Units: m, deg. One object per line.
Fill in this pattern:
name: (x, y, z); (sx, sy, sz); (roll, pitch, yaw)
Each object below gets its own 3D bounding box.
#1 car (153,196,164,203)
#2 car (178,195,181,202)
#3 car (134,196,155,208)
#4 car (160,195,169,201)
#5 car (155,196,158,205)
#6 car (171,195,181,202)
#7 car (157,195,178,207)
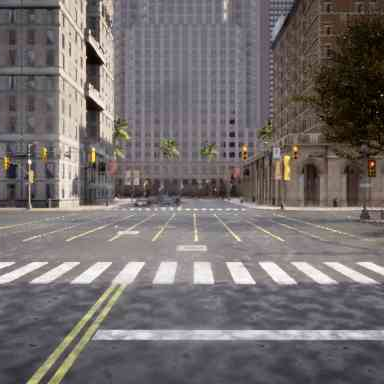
car: (-6.991, 1.553, 70.061); (1.994, 1.385, 4.181); (0, 0, 1)
car: (-3.610, 1.493, 63.273); (2.128, 1.511, 4.902); (0, 0, 1)
car: (-7.151, 1.491, 48.214); (2.128, 1.511, 4.902); (0, 0, 0)
car: (-6.860, 1.522, 84.322); (1.812, 1.442, 4.674); (0, 0, 1)
car: (-7.134, 1.505, 59.830); (1.837, 1.490, 4.892); (0, 0, 0)
car: (-3.458, 1.500, 73.675); (1.837, 1.490, 4.892); (0, 0, 1)
car: (-3.655, 1.548, 50.713); (2.033, 1.411, 5.357); (0, 0, 0)
